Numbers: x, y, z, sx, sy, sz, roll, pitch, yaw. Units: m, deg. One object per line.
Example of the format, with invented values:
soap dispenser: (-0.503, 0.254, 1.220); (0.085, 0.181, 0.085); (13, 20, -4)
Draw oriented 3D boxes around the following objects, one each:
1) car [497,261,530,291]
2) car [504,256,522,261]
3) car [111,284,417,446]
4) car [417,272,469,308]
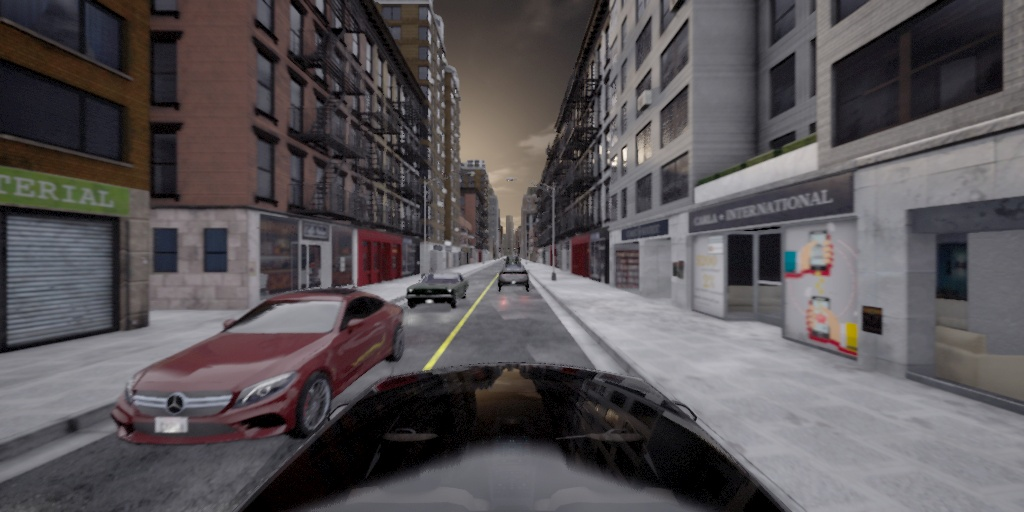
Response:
car: (0.094, 1.246, 22.012); (2.128, 1.511, 4.902); (0, 0, 0)
car: (0.087, 0.976, 48.131); (2.150, 2.045, 5.566); (0, 0, 0)
car: (-3.069, 1.276, 5.576); (1.812, 1.442, 4.674); (0, 0, 0)
car: (-3.003, 1.353, 15.297); (1.895, 1.301, 4.718); (0, 0, 0)
